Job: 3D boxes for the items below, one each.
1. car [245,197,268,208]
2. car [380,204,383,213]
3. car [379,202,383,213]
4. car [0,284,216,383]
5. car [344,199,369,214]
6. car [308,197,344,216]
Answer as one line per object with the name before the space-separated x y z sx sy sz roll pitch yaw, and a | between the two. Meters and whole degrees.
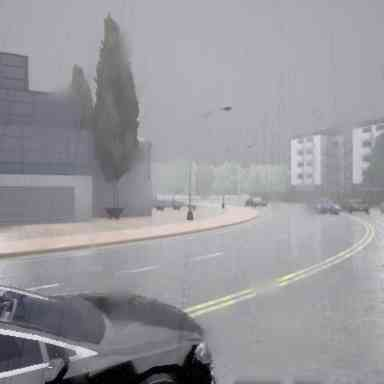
car | 9.101 1.478 47.424 1.812 1.442 4.674 0 0 -12
car | 11.937 1.572 18.719 1.895 1.301 4.718 0 0 28
car | 19.873 1.429 32.275 1.882 1.535 5.008 0 0 10
car | -2.023 1.493 2.554 4.902 1.511 2.128 0 0 -35
car | 16.636 1.444 34.472 2.128 1.511 4.902 0 0 7
car | 12.541 1.312 31.866 2.097 1.767 4.553 0 0 9
